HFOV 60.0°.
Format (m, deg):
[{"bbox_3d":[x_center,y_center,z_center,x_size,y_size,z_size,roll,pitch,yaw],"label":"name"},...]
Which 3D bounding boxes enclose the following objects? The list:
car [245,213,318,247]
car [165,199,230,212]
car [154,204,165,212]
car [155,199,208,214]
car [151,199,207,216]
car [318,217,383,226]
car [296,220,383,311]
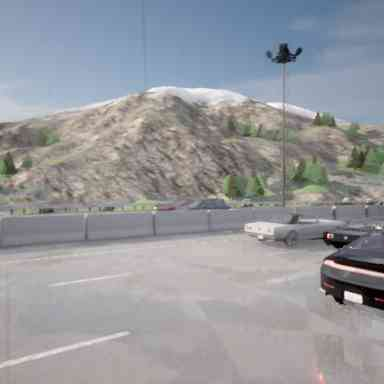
[{"bbox_3d":[4.762,1.583,14.960,4.718,1.301,1.895,0,0,-31],"label":"car"},{"bbox_3d":[0.696,1.310,24.919,4.553,1.767,2.097,0,0,-30],"label":"car"},{"bbox_3d":[-0.548,1.427,28.250,5.008,1.535,1.882,0,0,-30],"label":"car"},{"bbox_3d":[-1.086,1.483,36.003,5.357,1.411,2.033,0,0,-29],"label":"car"},{"bbox_3d":[-1.256,1.434,31.873,4.902,1.511,2.128,0,0,-29],"label":"car"},{"bbox_3d":[7.116,1.591,12.285,4.718,1.301,1.895,0,0,-31],"label":"car"},{"bbox_3d":[4.645,1.487,6.674,4.902,1.511,2.128,0,0,-33],"label":"car"}]
